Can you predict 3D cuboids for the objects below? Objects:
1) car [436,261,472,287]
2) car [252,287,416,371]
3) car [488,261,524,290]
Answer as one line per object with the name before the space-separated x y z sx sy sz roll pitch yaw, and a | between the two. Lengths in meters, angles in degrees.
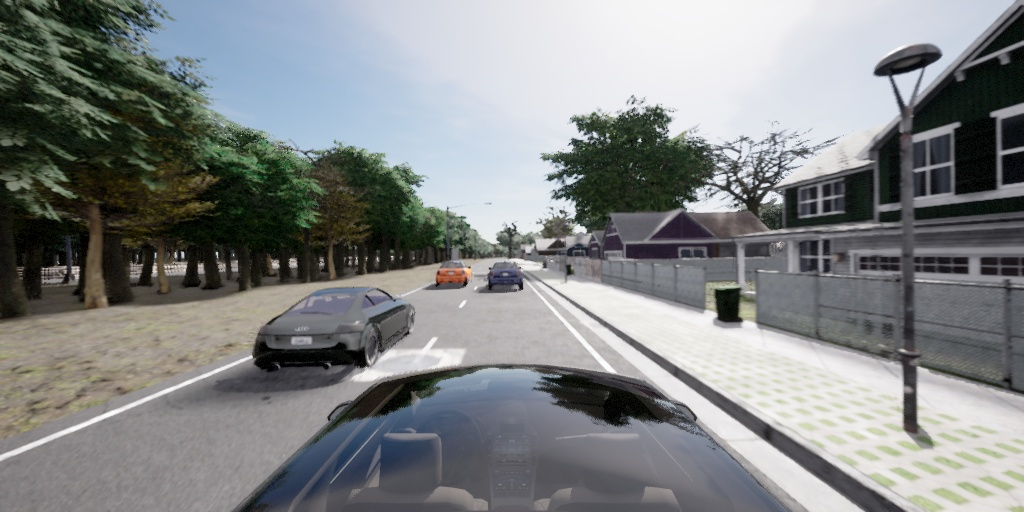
car | -3.983 1.122 25.205 2.097 1.767 4.553 -1 0 -2
car | -3.515 1.358 7.903 1.994 1.385 4.181 -1 0 -2
car | -0.423 1.073 22.718 2.097 1.767 4.553 -1 0 -1
